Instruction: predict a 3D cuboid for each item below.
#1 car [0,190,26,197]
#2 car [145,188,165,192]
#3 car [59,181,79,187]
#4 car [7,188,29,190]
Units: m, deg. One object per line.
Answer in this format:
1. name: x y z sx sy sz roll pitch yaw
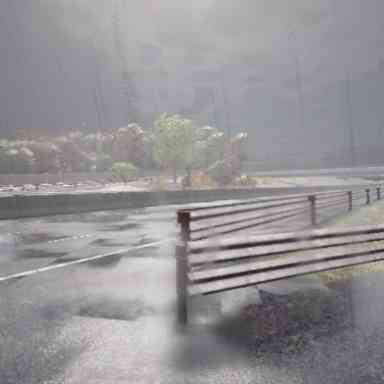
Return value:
1. car: -16.532 0.868 29.128 2.128 1.511 4.902 0 1 34
2. car: -5.340 0.291 45.522 2.097 1.767 4.553 0 1 35
3. car: -25.503 -1.425 69.024 1.882 1.535 5.008 -1 4 16
4. car: -29.188 -0.284 54.610 1.895 1.301 4.718 -1 3 13
